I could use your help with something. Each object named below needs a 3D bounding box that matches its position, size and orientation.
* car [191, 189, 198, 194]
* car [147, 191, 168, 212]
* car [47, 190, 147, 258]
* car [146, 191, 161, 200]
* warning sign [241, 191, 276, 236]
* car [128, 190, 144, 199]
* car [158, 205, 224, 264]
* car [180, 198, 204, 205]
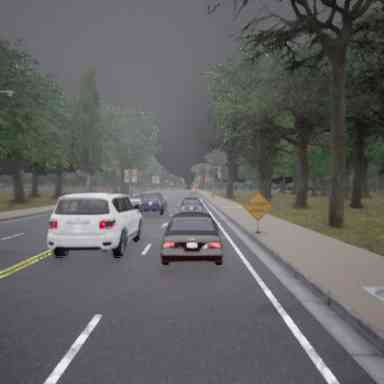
[{"bbox_3d":[0.674,-0.252,94.314,1.882,1.535,5.008,0,1,0],"label":"car"},{"bbox_3d":[-3.254,0.916,28.173,2.097,1.767,4.553,0,1,0],"label":"car"},{"bbox_3d":[-3.225,1.042,12.130,2.150,2.045,5.566,0,1,0],"label":"car"},{"bbox_3d":[-6.728,0.528,59.385,2.033,1.411,5.357,0,1,0],"label":"car"},{"bbox_3d":[2.832,0.902,14.293,1.300,1.860,1.060,0,1,0],"label":"warning sign"},{"bbox_3d":[-9.988,0.468,59.554,2.128,1.511,4.902,0,1,0],"label":"car"},{"bbox_3d":[0.018,1.382,11.088,2.033,1.411,5.357,0,1,0],"label":"car"},{"bbox_3d":[-0.014,1.147,26.091,2.033,1.411,5.357,0,1,0],"label":"car"}]
